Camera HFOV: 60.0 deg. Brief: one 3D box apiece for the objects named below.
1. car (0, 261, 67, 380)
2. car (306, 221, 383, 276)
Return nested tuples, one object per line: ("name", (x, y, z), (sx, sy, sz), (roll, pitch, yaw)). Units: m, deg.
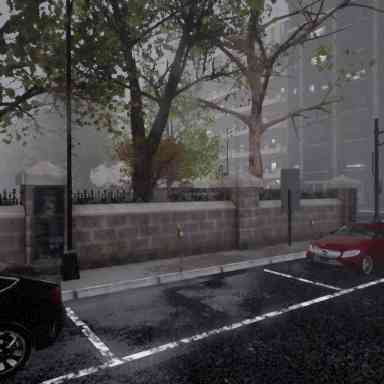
("car", (-3.757, 1.566, 3.912), (4.313, 1.339, 1.947), (0, 0, -35))
("car", (5.319, 1.581, 10.251), (4.206, 1.307, 1.802), (0, 0, -35))
